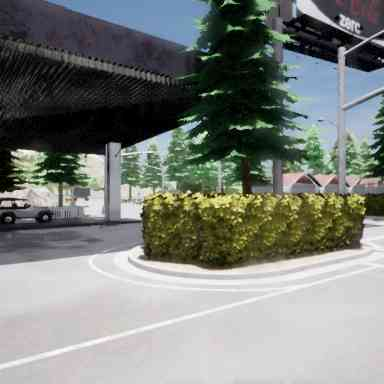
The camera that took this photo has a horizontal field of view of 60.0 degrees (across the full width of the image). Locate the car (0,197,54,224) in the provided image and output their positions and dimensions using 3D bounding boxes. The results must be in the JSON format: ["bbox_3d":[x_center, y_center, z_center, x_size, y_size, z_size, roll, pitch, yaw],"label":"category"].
[{"bbox_3d":[-11.934,1.312,23.504,3.866,1.878,1.905,0,0,-36],"label":"car"}]
